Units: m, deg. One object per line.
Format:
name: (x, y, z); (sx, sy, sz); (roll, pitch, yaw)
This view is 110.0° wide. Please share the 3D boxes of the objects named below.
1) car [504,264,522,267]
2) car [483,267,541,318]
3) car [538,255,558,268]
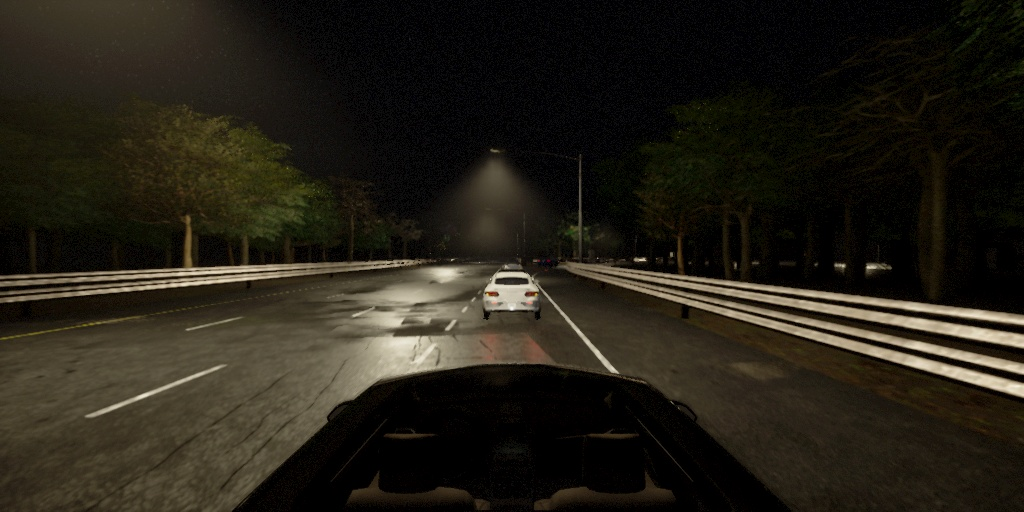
car: (0.091, 1.322, 30.054); (1.895, 1.301, 4.718); (0, 0, 2)
car: (-0.004, 1.273, 12.753); (1.812, 1.442, 4.674); (0, 0, 0)
car: (5.848, 0.916, 58.233); (2.150, 2.045, 5.566); (0, 0, 21)
